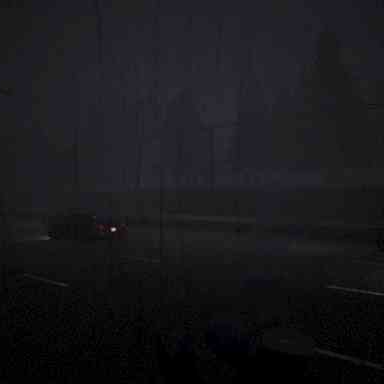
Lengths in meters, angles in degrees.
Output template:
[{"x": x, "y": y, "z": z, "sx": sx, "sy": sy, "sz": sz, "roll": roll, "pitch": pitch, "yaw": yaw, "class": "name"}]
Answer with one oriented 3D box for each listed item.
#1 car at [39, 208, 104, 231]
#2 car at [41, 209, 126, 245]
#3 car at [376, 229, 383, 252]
[{"x": -8.342, "y": 1.804, "z": 22.864, "sx": 4.718, "sy": 1.301, "sz": 1.895, "roll": -1, "pitch": 0, "yaw": 36, "class": "car"}, {"x": -5.208, "y": 1.702, "z": 16.321, "sx": 4.181, "sy": 1.385, "sz": 1.994, "roll": -1, "pitch": 0, "yaw": 36, "class": "car"}, {"x": 8.703, "y": 1.485, "z": 10.676, "sx": 4.902, "sy": 1.511, "sz": 2.128, "roll": -1, "pitch": 0, "yaw": 36, "class": "car"}]
